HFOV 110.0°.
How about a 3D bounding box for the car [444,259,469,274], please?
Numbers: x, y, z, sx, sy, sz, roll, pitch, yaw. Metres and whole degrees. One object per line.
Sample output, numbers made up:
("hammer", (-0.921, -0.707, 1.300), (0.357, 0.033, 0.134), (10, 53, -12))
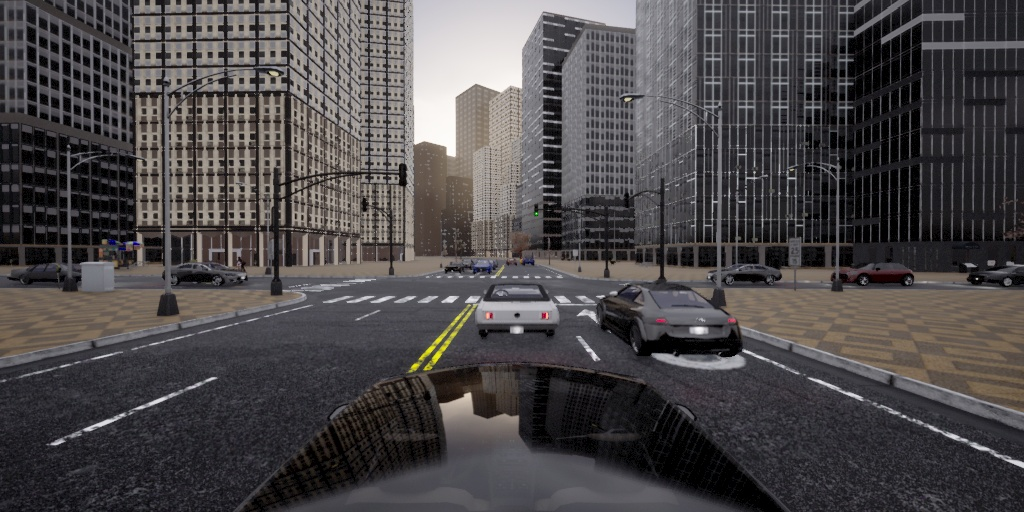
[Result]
("car", (-6.515, 1.321, 41.333), (1.895, 1.301, 4.718), (0, 0, 0))

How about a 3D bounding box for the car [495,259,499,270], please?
("car", (-3.243, 1.230, 50.001), (1.812, 1.442, 4.674), (0, 0, 0))

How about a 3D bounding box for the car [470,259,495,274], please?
("car", (-3.264, 1.199, 40.658), (1.882, 1.535, 5.008), (0, 0, 0))

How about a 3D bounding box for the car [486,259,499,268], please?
("car", (-3.223, 1.231, 60.380), (2.033, 1.411, 5.357), (0, 0, 0))

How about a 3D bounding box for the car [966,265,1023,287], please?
("car", (35.852, 1.402, 25.716), (4.892, 1.490, 1.837), (0, 0, 1))

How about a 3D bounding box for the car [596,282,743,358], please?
("car", (3.369, 1.312, 8.485), (1.994, 1.385, 4.181), (0, 0, 0))

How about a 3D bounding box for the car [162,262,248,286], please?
("car", (-20.173, 1.156, 23.686), (4.902, 1.511, 2.128), (0, 0, 2))

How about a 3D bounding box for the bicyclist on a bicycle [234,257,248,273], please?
("bicyclist on a bicycle", (-24.640, 0.872, 32.541), (0.582, 1.620, 1.656), (0, 1, 2))

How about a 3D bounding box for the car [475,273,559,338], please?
("car", (0.117, 1.348, 10.160), (1.895, 1.301, 4.718), (0, 0, 0))

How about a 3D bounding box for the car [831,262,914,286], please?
("car", (25.951, 1.204, 25.950), (4.553, 1.767, 2.097), (0, 0, 1))

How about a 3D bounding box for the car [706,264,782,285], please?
("car", (16.869, 1.302, 26.164), (4.902, 1.511, 2.128), (0, 0, 1))

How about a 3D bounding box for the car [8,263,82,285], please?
("car", (-30.060, 1.166, 23.953), (5.357, 1.411, 2.033), (0, 0, 2))
